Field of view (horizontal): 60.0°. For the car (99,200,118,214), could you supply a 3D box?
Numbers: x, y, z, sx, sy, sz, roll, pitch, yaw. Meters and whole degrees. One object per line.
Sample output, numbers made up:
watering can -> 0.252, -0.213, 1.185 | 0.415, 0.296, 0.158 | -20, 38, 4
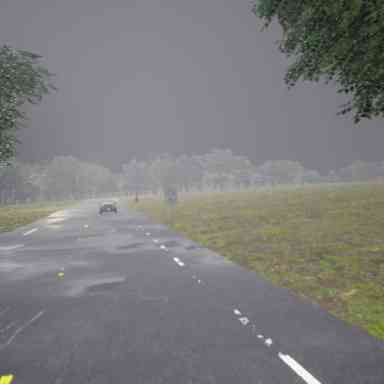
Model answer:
car -> -9.651, 1.711, 38.286 | 1.812, 1.442, 4.674 | -3, 1, -15

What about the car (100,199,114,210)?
car -> -12.625, 1.779, 49.507 | 1.895, 1.301, 4.718 | -3, 1, -15
